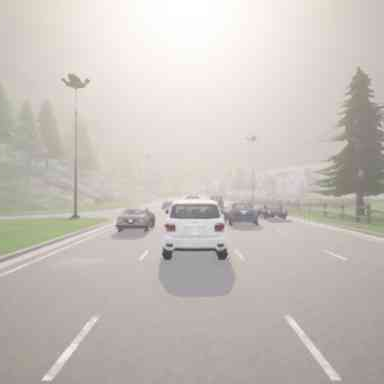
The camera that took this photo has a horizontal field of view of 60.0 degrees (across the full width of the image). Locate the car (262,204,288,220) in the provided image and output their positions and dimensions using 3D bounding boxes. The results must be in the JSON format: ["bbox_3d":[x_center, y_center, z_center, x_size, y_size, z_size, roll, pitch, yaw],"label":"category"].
[{"bbox_3d":[7.088,1.763,30.090,1.895,1.301,4.718,0,0,0],"label":"car"}]

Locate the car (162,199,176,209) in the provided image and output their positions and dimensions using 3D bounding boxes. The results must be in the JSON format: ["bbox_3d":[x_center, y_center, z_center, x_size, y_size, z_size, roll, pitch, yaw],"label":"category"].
[{"bbox_3d":[-3.418,1.795,50.495,1.812,1.442,4.674,0,0,0],"label":"car"}]

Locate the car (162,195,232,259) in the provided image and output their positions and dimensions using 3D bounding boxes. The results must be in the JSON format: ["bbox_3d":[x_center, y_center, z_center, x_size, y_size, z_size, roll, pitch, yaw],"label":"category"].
[{"bbox_3d":[0.095,1.294,13.095,2.150,2.045,5.566,0,0,0],"label":"car"}]

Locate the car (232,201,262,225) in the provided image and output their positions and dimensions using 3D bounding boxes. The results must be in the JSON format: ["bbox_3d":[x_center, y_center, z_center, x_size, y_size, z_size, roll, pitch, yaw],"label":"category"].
[{"bbox_3d":[3.590,1.487,25.186,2.097,1.767,4.553,0,0,0],"label":"car"}]

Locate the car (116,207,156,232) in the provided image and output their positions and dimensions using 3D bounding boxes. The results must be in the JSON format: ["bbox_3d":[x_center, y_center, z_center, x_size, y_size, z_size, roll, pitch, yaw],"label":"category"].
[{"bbox_3d":[-3.406,1.659,20.912,2.033,1.411,5.357,0,0,0],"label":"car"}]
